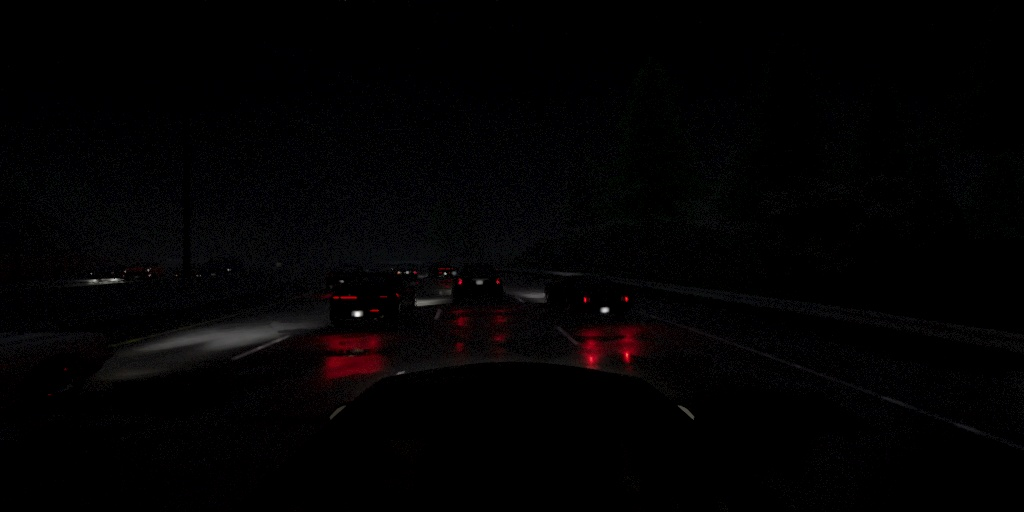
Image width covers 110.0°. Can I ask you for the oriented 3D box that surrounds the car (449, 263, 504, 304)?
[{"bbox_3d":[-1.726,1.116,16.872,2.097,1.767,4.553,0,0,-10],"label":"car"}]

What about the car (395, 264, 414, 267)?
[{"bbox_3d":[-9.137,1.353,30.506,2.033,1.411,5.357,0,0,-21],"label":"car"}]

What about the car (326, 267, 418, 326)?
[{"bbox_3d":[-4.394,1.280,11.896,1.837,1.490,4.892,0,0,-7],"label":"car"}]

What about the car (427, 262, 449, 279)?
[{"bbox_3d":[-6.801,1.300,33.823,1.837,1.490,4.892,0,0,-22],"label":"car"}]

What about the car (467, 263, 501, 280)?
[{"bbox_3d":[-2.595,1.338,32.677,1.994,1.385,4.181,0,0,-21],"label":"car"}]

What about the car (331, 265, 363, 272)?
[{"bbox_3d":[-10.162,1.285,22.440,1.882,1.535,5.008,0,0,-15],"label":"car"}]

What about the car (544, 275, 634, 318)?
[{"bbox_3d":[2.519,1.343,13.029,1.895,1.301,4.718,0,0,-8],"label":"car"}]

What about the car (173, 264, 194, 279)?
[{"bbox_3d":[-30.741,1.477,34.446,1.994,1.385,4.181,0,0,-32],"label":"car"}]

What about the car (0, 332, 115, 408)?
[{"bbox_3d":[-7.096,1.386,3.402,1.895,1.301,4.718,0,0,-2],"label":"car"}]

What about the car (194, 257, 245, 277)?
[{"bbox_3d":[-24.698,1.104,30.764,2.150,2.045,5.566,0,0,-26],"label":"car"}]

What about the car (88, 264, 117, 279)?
[{"bbox_3d":[-39.740,1.504,35.495,2.033,1.411,5.357,0,0,-37],"label":"car"}]

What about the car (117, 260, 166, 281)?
[{"bbox_3d":[-34.179,1.280,33.370,2.097,1.767,4.553,0,0,-33],"label":"car"}]
